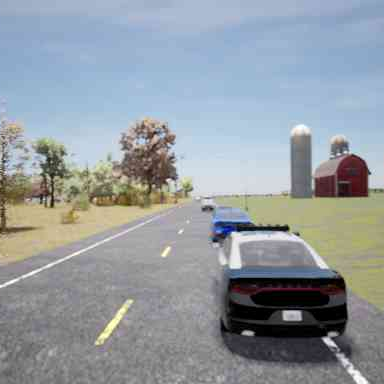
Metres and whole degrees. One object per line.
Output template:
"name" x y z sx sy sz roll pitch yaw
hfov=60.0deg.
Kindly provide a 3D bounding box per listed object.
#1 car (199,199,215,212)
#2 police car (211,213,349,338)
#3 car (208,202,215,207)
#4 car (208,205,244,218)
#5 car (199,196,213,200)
"car" 2.289 2.036 46.363 1.895 1.301 4.718 -1 -1 3
"police car" 1.470 1.485 7.067 1.930 1.638 5.238 -1 -1 3
"car" 2.217 1.717 22.939 1.837 1.490 4.892 -1 -1 3
"car" 1.935 1.632 16.946 1.882 1.535 5.008 -1 -1 3
"car" 2.828 1.764 58.294 2.150 2.045 5.566 -1 -1 3
